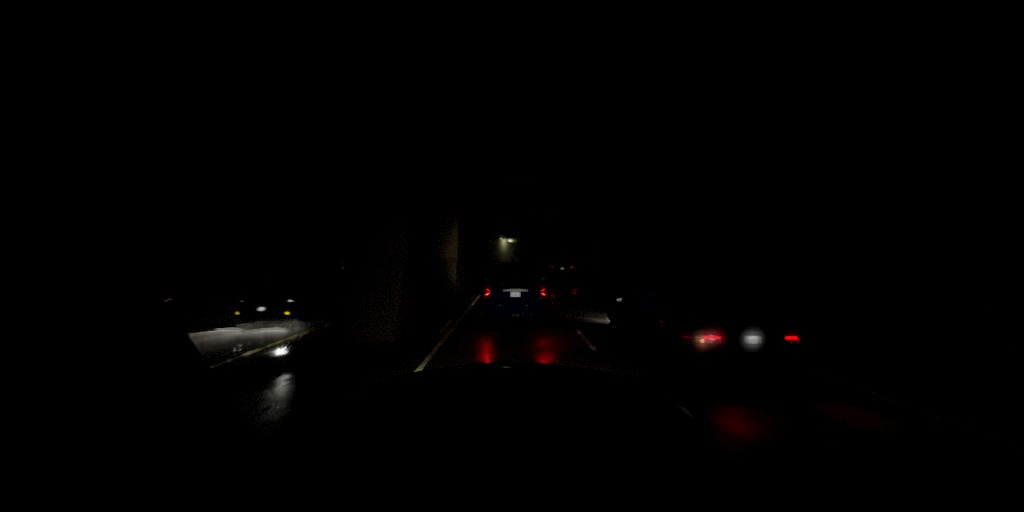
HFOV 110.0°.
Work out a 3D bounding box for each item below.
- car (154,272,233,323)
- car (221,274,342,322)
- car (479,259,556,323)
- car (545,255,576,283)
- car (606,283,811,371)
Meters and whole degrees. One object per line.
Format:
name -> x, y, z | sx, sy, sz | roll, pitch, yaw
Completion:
car -> -10.598, 1.276, 12.153 | 1.812, 1.442, 4.674 | 0, 0, 0
car -> -7.113, 1.314, 12.168 | 1.994, 1.385, 4.181 | 0, 0, 0
car -> 0.096, 1.102, 12.189 | 2.097, 1.767, 4.553 | 0, 0, 0
car -> 3.509, 0.972, 28.066 | 2.150, 2.045, 5.566 | 0, 0, -1
car -> 3.597, 1.298, 7.860 | 2.033, 1.411, 5.357 | 0, 0, 0
